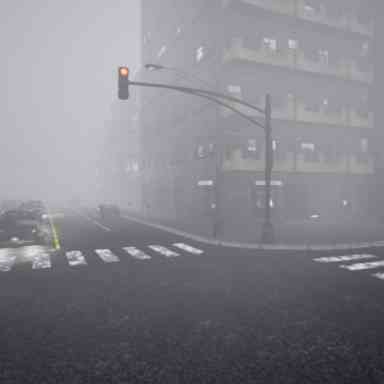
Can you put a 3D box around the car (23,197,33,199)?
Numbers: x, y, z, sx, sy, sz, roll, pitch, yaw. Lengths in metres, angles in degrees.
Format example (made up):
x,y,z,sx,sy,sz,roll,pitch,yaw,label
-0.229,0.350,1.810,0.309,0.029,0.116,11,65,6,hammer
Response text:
x,y,z,sx,sy,sz,roll,pitch,yaw,label
-17.288,1.639,36.621,1.837,1.490,4.892,0,0,-24,car

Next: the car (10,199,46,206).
x,y,z,sx,sy,sz,roll,pitch,yaw,label
-13.001,1.592,26.726,2.128,1.511,4.902,0,0,-23,car

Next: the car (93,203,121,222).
x,y,z,sx,sy,sz,roll,pitch,yaw,label
-7.022,1.613,27.429,2.008,1.369,4.403,-1,0,-24,car

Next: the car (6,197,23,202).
x,y,z,sx,sy,sz,roll,pitch,yaw,label
-21.541,1.708,39.560,1.887,1.381,4.507,-1,0,-24,car

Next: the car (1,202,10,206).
x,y,z,sx,sy,sz,roll,pitch,yaw,label
-14.687,1.674,24.043,1.947,1.339,4.313,-1,0,-24,car

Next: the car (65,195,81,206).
x,y,z,sx,sy,sz,roll,pitch,yaw,label
-20.732,1.613,58.464,1.967,1.590,4.097,-1,0,-24,car

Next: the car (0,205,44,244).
x,y,z,sx,sy,sz,roll,pitch,yaw,label
-8.476,1.611,16.420,2.033,1.411,5.357,0,0,-24,car

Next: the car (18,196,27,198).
x,y,z,sx,sy,sz,roll,pitch,yaw,label
-26.110,1.745,49.905,1.887,1.381,4.507,-1,0,-24,car
